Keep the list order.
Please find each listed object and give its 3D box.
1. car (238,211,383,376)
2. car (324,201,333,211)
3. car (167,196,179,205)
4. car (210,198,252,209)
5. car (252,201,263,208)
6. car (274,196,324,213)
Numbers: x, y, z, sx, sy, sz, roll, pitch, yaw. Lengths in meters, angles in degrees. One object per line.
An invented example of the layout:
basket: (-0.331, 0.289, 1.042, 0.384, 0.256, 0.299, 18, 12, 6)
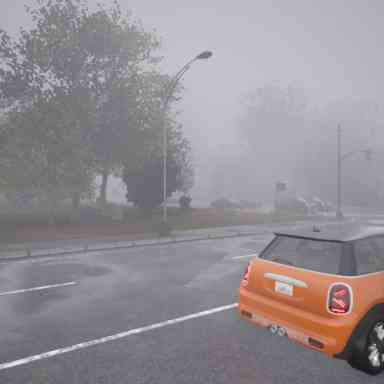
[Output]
car: (3.009, 1.350, 5.822, 4.553, 1.767, 2.097, 0, 0, -35)
car: (13.439, 1.273, 37.422, 2.097, 1.767, 4.553, 0, 0, -38)
car: (-2.854, 1.402, 58.338, 1.882, 1.535, 5.008, 0, 0, -38)
car: (4.666, 1.481, 42.973, 2.033, 1.411, 5.357, 0, 0, -38)
car: (7.334, 1.523, 45.245, 1.895, 1.301, 4.718, 0, 0, -38)
car: (10.936, 1.284, 34.940, 2.097, 1.767, 4.553, 0, 0, -38)
